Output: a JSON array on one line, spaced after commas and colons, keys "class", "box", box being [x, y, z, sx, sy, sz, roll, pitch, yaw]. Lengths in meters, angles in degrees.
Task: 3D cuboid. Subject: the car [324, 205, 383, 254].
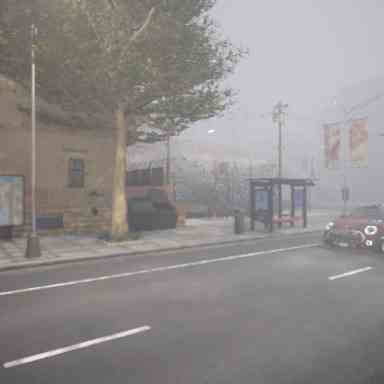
[{"class": "car", "box": [7.352, 1.316, 13.416, 4.553, 1.767, 2.097, 0, 0, -35]}]
